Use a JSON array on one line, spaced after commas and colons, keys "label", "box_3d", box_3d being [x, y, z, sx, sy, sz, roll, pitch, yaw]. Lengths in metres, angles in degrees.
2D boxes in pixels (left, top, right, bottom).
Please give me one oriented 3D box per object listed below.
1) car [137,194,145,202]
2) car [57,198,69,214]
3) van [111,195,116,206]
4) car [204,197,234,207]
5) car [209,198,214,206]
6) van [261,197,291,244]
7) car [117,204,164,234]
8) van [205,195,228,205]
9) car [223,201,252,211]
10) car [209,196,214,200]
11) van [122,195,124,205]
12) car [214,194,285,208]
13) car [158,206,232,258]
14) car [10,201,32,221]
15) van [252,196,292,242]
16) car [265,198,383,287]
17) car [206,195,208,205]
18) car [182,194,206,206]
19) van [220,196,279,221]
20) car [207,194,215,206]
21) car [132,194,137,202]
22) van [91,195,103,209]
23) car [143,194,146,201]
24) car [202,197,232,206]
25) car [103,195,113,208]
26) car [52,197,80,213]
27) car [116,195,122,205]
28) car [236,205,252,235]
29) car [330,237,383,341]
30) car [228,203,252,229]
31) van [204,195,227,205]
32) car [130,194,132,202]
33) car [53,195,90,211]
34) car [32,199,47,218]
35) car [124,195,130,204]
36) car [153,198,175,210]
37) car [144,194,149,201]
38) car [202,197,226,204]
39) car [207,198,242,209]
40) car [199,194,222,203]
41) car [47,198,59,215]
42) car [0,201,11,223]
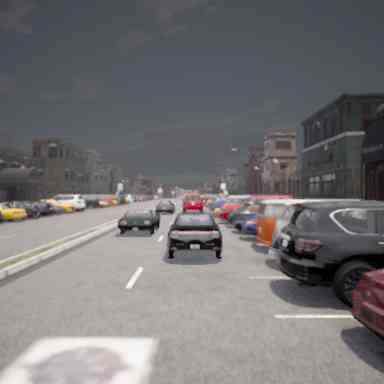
[{"label": "car", "box_3d": [-15.518, 1.960, 86.247, 4.792, 1.488, 2.163, 0, 0, 0]}, {"label": "car", "box_3d": [-15.500, 1.609, 33.854, 4.674, 1.452, 2.002, 0, 0, 0]}, {"label": "van", "box_3d": [-15.635, 1.489, 55.913, 4.442, 1.987, 1.878, 0, 0, 0]}, {"label": "car", "box_3d": [4.694, 1.698, 57.400, 5.008, 1.535, 2.097, 0, 0, 0]}, {"label": "car", "box_3d": [4.519, 1.530, 29.611, 5.366, 1.575, 1.946, 0, 0, 0]}, {"label": "van", "box_3d": [4.592, 1.257, 10.160, 4.442, 1.987, 1.878, 0, 0, 0]}, {"label": "car", "box_3d": [-2.903, 1.620, 19.312, 1.895, 1.301, 4.718, 0, 0, 0]}, {"label": "van", "box_3d": [4.815, 1.534, 65.740, 4.442, 1.987, 1.878, 0, 0, 0]}, {"label": "car", "box_3d": [4.700, 1.506, 21.274, 4.892, 1.521, 2.231, 0, 0, 0]}, {"label": "car", "box_3d": [4.697, 1.572, 37.947, 4.892, 1.521, 2.231, 0, 0, 0]}, {"label": "van", "box_3d": [-15.407, 1.533, 61.429, 4.442, 1.987, 1.878, 0, 0, 0]}, {"label": "car", "box_3d": [4.677, 1.261, 24.055, 5.566, 2.045, 2.435, 0, 0, 0]}, {"label": "car", "box_3d": [0.094, 1.498, 12.809, 2.128, 1.511, 4.902, 0, 0, 0]}, {"label": "car", "box_3d": [-15.674, 1.530, 25.584, 5.366, 1.575, 1.946, 0, 0, 0]}, {"label": "van", "box_3d": [4.825, 1.261, 12.937, 4.442, 1.987, 1.878, 0, 0, 0]}, {"label": "car", "box_3d": [4.737, 1.230, 7.379, 5.566, 2.045, 2.435, 0, 0, 0]}, {"label": "car", "box_3d": [4.671, 1.494, 46.287, 4.553, 1.767, 2.185, 0, 0, 0]}, {"label": "car", "box_3d": [0.094, 1.299, 35.411, 2.150, 2.045, 5.566, 0, 0, 0]}, {"label": "van", "box_3d": [4.589, 1.297, 26.833, 4.442, 1.987, 1.878, 0, 0, 0]}, {"label": "car", "box_3d": [4.671, 1.477, 43.506, 4.553, 1.767, 2.185, 0, 0, 0]}, {"label": "car", "box_3d": [-15.563, 1.592, 72.461, 5.566, 2.045, 2.435, 0, 0, 0]}, {"label": "van", "box_3d": [-15.627, 1.427, 47.640, 4.442, 1.987, 1.878, 0, 0, 0]}, {"label": "car", "box_3d": [-15.552, 1.985, 89.005, 4.674, 1.452, 2.002, 0, 0, 0]}, {"label": "car", "box_3d": [4.514, 1.716, 60.180, 5.366, 1.575, 1.946, 0, 0, 0]}, {"label": "car", "box_3d": [-15.328, 1.670, 50.397, 5.366, 1.575, 1.946, 0, 0, 0]}, {"label": "car", "box_3d": [-15.505, 1.584, 36.612, 5.008, 1.535, 2.097, 0, 0, 0]}, {"label": "car", "box_3d": [-15.526, 1.736, 58.669, 5.008, 1.535, 2.097, 0, 0, 0]}, {"label": "car", "box_3d": [4.705, 1.532, 15.841, 4.674, 1.452, 2.002, 0, 0, 0]}, {"label": "car", "box_3d": [4.706, 1.520, 4.600, 4.674, 1.452, 2.002, 0, 0, 0]}, {"label": "car", "box_3d": [4.677, 1.527, 18.495, 4.792, 1.488, 2.163, 0, 0, 0]}, {"label": "van", "box_3d": [4.815, 1.554, 68.519, 4.442, 1.987, 1.878, 0, 0, 0]}, {"label": "car", "box_3d": [-15.562, 1.698, 69.825, 4.553, 1.767, 2.185, 0, 0, 0]}, {"label": "car", "box_3d": [-15.531, 1.348, 39.369, 5.566, 2.045, 2.435, 0, 0, 0]}, {"label": "car", "box_3d": [-15.485, 1.545, 28.340, 4.892, 1.521, 2.231, 0, 0, 0]}, {"label": "car", "box_3d": [-15.555, 1.530, 64.186, 5.566, 2.045, 2.435, 0, 0, 0]}, {"label": "car", "box_3d": [-2.906, 1.649, 36.774, 1.994, 1.385, 4.181, 0, 0, 0]}, {"label": "car", "box_3d": [-15.524, 1.707, 91.765, 5.566, 2.045, 2.435, 0, 0, 0]}, {"label": "car", "box_3d": [4.691, 1.801, 71.297, 4.892, 1.521, 2.231, 0, 0, 0]}, {"label": "car", "box_3d": [4.707, 1.639, 49.064, 4.892, 1.521, 2.231, 0, 0, 0]}, {"label": "car", "box_3d": [4.667, 1.642, 85.197, 5.566, 2.045, 2.435, 0, 0, 0]}, {"label": "car", "box_3d": [-15.524, 1.586, 31.098, 4.792, 1.488, 2.163, 0, 0, 0]}, {"label": "car", "box_3d": [-15.484, 1.562, 22.826, 4.674, 1.452, 2.002, 0, 0, 0]}]
